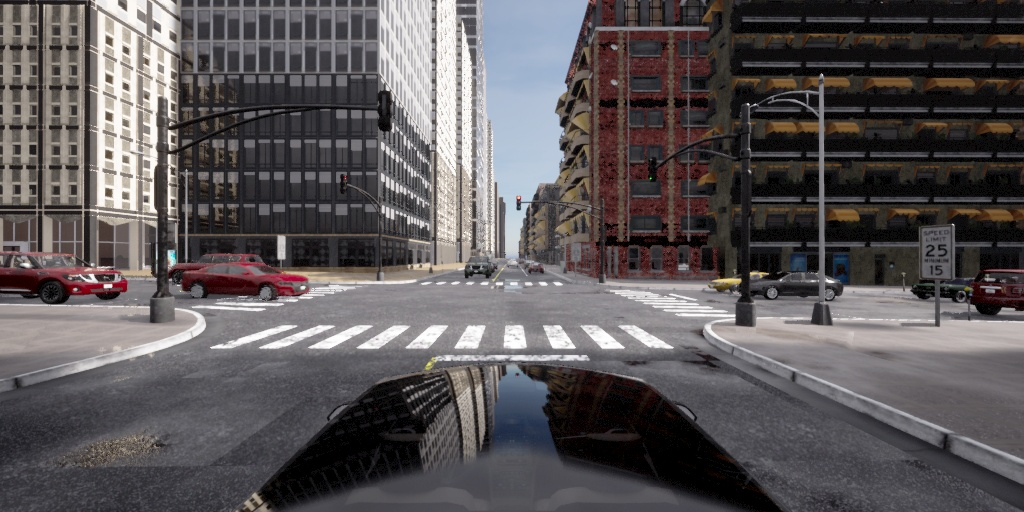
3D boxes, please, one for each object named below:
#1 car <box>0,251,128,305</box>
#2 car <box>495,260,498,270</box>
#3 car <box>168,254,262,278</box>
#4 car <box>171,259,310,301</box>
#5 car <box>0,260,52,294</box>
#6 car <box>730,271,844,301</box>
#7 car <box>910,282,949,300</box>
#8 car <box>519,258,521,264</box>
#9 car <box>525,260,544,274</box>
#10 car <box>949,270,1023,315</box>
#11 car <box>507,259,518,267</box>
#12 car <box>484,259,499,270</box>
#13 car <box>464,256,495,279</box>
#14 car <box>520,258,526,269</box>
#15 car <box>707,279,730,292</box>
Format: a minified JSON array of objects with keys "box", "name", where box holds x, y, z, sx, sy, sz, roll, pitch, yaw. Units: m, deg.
[{"box":[-17.570,0.757,13.321,5.009,1.841,2.192,0,0,0],"name":"car"},{"box":[-3.073,1.286,43.648,1.812,1.442,4.674,0,0,0],"name":"car"},{"box":[-17.701,0.776,21.701,5.009,1.841,2.192,0,0,0],"name":"car"},{"box":[-11.411,1.040,15.535,5.008,1.535,1.882,1,0,5],"name":"car"},{"box":[-23.732,0.898,15.863,4.181,1.385,1.994,1,0,0],"name":"car"},{"box":[14.922,1.562,19.350,4.892,1.490,1.837,1,0,2],"name":"car"},{"box":[24.796,1.837,19.461,4.718,1.301,1.895,1,0,0],"name":"car"},{"box":[2.719,1.321,60.236,2.007,1.370,4.403,0,0,0],"name":"car"},{"box":[2.760,1.341,41.671,1.802,1.307,4.207,0,0,0],"name":"car"},{"box":[20.604,1.461,13.669,5.009,1.841,2.192,0,0,0],"name":"car"},{"box":[0.136,1.299,64.877,1.812,1.442,4.674,0,0,0],"name":"car"},{"box":[-3.064,1.244,53.921,1.882,1.535,5.008,0,0,0],"name":"car"},{"box":[-3.085,0.977,33.574,2.150,2.045,5.566,0,0,0],"name":"car"},{"box":[2.715,1.317,54.588,2.007,1.370,4.403,0,0,0],"name":"car"},{"box":[14.640,1.587,21.968,4.829,1.417,1.751,0,0,0],"name":"car"}]
